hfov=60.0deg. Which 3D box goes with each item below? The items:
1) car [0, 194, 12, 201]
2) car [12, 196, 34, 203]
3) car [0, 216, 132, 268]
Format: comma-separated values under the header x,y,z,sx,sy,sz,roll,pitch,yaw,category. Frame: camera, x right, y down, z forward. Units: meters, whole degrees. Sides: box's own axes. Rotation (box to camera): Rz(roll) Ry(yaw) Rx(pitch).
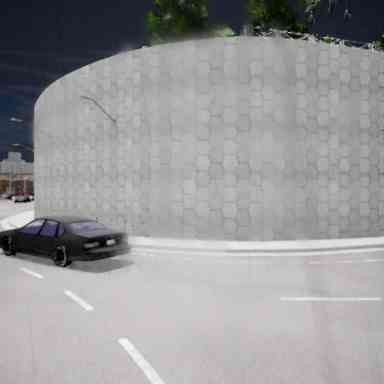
x,y,z,sx,sy,sz,roll,pitch,yaw,category
-41.592,1.284,74.167,1.812,1.442,4.674,0,0,-13,car
-31.615,1.375,62.278,1.994,1.385,4.181,0,0,-13,car
-4.461,1.517,11.197,5.357,1.411,2.033,0,0,34,car
